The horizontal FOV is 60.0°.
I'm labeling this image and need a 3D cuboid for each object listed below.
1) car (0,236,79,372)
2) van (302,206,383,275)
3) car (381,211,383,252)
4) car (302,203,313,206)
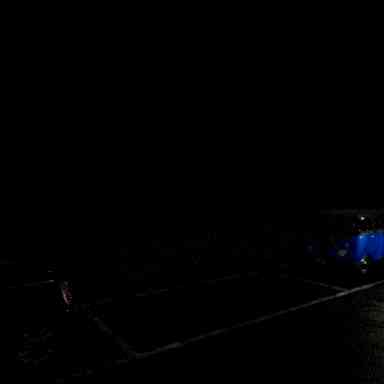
[{"bbox_3d":[-3.655,1.434,4.043,4.097,1.590,1.967,1,0,-36],"label":"car"},{"bbox_3d":[5.279,1.425,10.419,3.998,1.788,1.690,1,0,-36],"label":"van"},{"bbox_3d":[9.745,1.570,13.607,4.097,1.590,1.967,1,0,-36],"label":"car"},{"bbox_3d":[19.694,2.639,58.381,2.033,1.411,5.357,1,-1,-35],"label":"car"}]
